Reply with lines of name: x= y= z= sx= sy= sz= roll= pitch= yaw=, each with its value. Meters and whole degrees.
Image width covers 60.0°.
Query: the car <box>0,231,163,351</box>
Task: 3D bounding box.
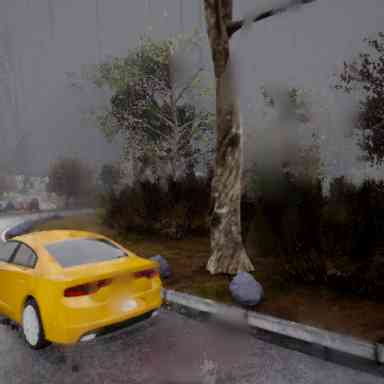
car: x=-2.707 y=1.491 z=6.378 sx=5.008 sy=1.535 sz=1.882 roll=-1 pitch=-1 yaw=43

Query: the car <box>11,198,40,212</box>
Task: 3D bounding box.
car: x=-24.896 y=1.909 z=50.456 sx=2.150 sy=2.045 sz=5.566 roll=0 pitch=-1 yaw=-8

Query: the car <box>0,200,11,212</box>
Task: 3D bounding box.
car: x=-28.163 y=2.054 z=49.906 sx=2.097 sy=1.767 sz=4.553 roll=0 pitch=-1 yaw=-8
